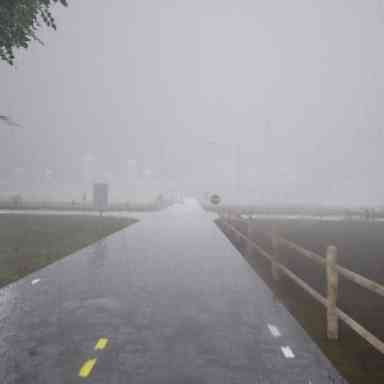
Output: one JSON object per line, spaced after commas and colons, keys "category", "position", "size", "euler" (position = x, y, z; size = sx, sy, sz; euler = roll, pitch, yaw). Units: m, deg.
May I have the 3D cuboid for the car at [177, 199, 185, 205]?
{"category": "car", "position": [-2.760, 2.443, 82.340], "size": [1.895, 1.301, 4.718], "euler": [0, -1, 0]}
